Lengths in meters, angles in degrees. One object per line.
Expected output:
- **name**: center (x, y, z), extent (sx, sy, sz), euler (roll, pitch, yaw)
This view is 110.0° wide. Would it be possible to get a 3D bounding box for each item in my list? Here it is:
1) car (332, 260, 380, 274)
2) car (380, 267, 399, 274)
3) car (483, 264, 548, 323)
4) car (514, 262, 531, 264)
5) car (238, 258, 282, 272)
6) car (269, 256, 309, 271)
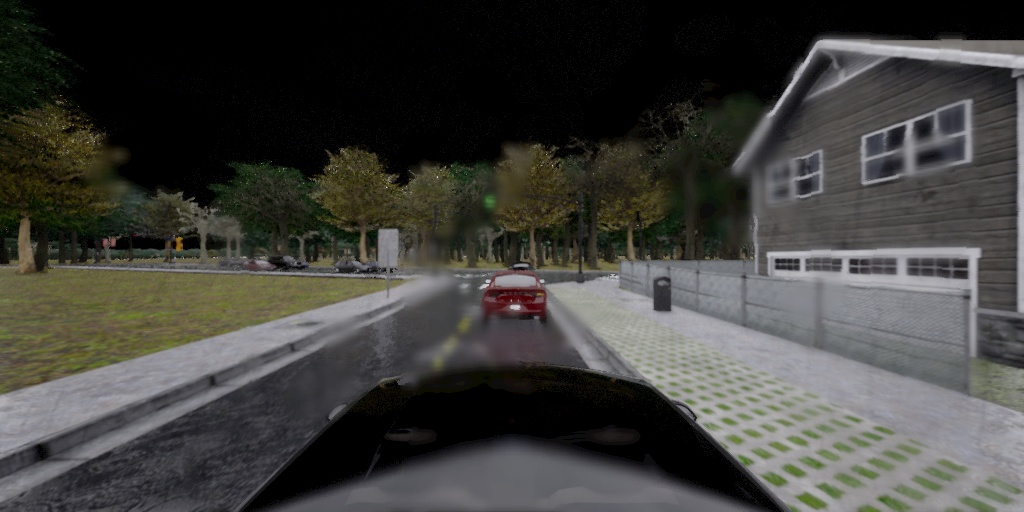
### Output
- **car**: center (-17.121, 1.221, 38.665), extent (4.892, 1.490, 1.837), euler (0, 0, 23)
- **car**: center (-15.805, 1.272, 41.636), extent (5.357, 1.411, 2.033), euler (0, 0, 23)
- **car**: center (0.101, 1.219, 12.056), extent (1.882, 1.535, 5.008), euler (0, 0, 0)
- **car**: center (0.875, 1.229, 28.580), extent (1.837, 1.490, 4.892), euler (0, 0, 6)
- **car**: center (-31.610, 1.252, 44.938), extent (4.674, 1.442, 1.812), euler (0, 0, 24)
- **car**: center (-30.267, 0.955, 47.903), extent (5.566, 2.045, 2.150), euler (0, 0, 24)
